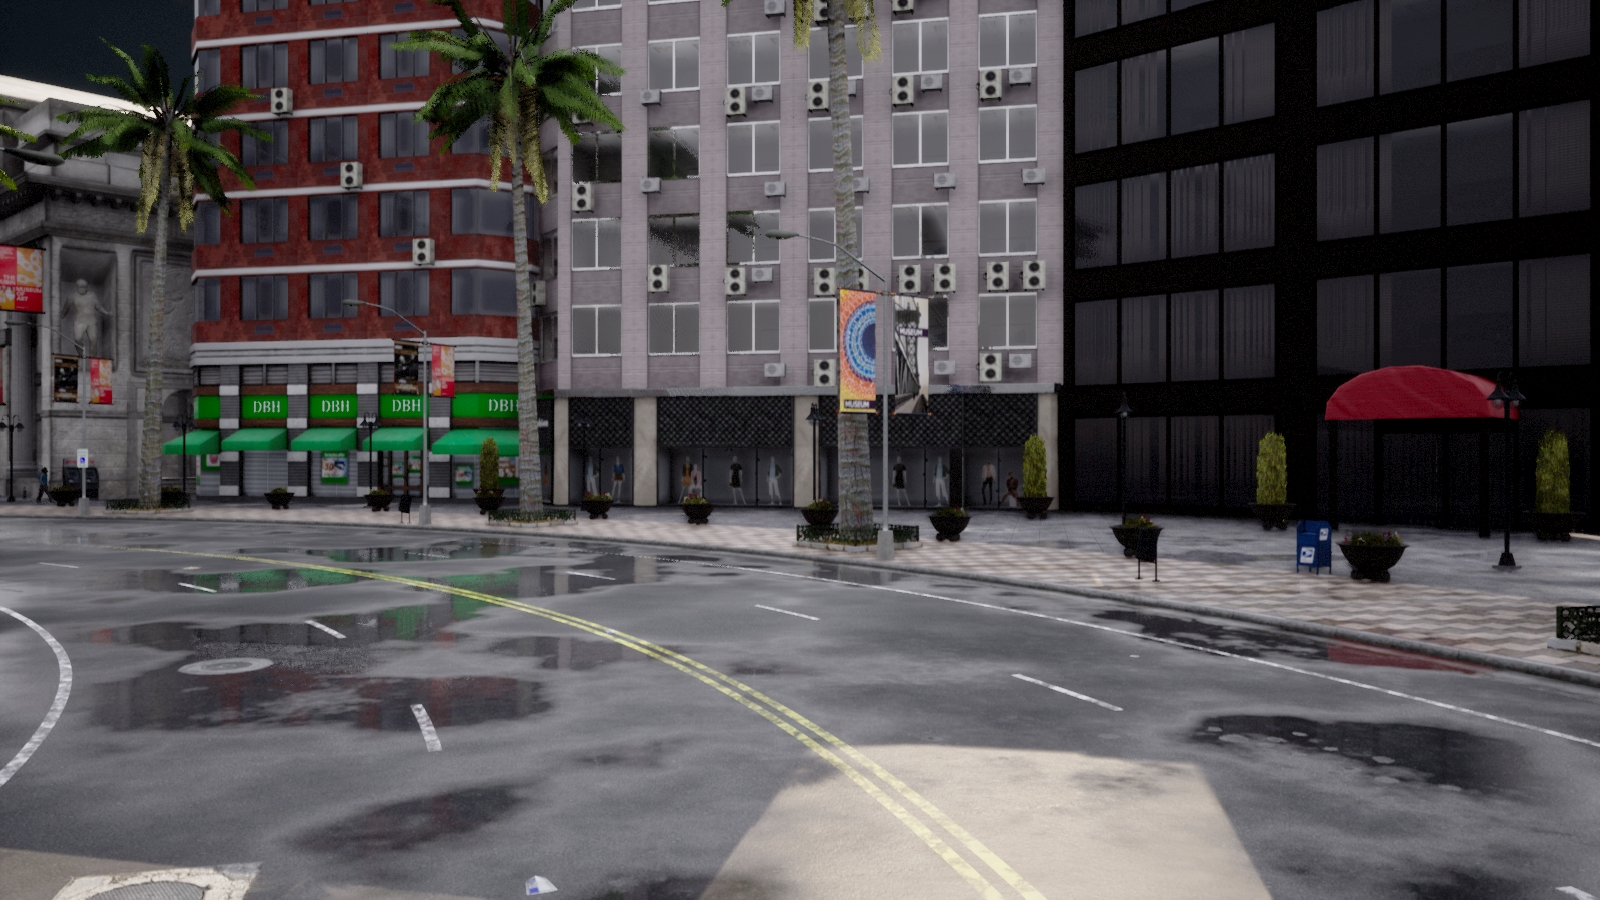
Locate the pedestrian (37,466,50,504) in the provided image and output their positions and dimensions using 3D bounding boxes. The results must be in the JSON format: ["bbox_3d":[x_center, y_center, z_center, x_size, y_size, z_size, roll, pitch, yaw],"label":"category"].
[{"bbox_3d":[-36.849,1.708,55.666,0.375,1.860,0.375,0,0,12],"label":"pedestrian"}]
